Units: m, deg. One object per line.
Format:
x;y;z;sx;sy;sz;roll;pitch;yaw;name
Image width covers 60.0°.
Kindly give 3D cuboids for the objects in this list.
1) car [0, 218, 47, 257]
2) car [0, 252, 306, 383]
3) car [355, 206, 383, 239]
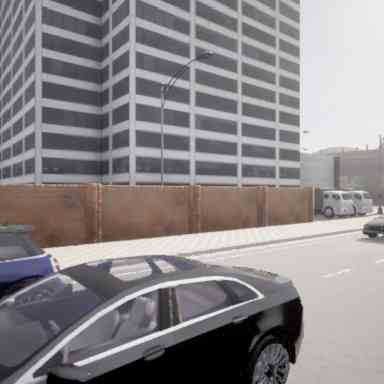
-4.410;1.352;5.047;4.553;1.767;2.097;0;0;-38;car
-0.818;1.491;3.294;4.902;1.511;2.128;0;0;-39;car
10.557;1.548;16.520;5.357;1.411;2.033;0;0;-37;car
